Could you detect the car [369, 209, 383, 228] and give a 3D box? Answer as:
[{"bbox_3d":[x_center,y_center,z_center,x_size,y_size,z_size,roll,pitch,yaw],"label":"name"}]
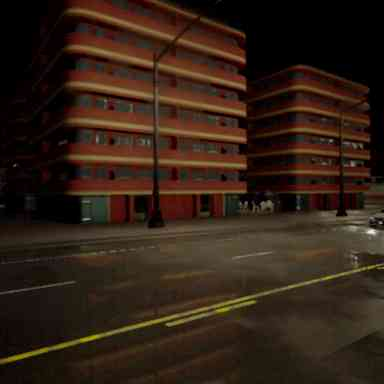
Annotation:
[{"bbox_3d":[13.861,1.691,22.464,4.674,1.442,1.812,1,0,-35],"label":"car"}]
